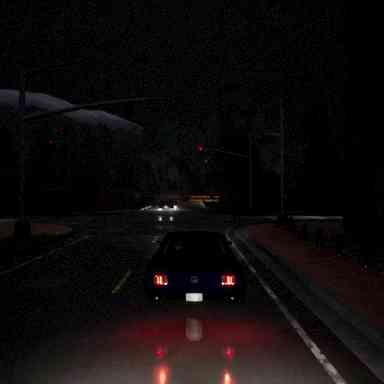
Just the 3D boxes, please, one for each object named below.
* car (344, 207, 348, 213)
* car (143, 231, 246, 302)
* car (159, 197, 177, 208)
[{"bbox_3d":[16.240,1.615,29.644,4.718,1.301,1.895,0,0,-1],"label":"car"},{"bbox_3d":[0.066,1.601,8.190,1.895,1.301,4.718,0,0,0],"label":"car"},{"bbox_3d":[-3.548,1.525,47.263,1.812,1.442,4.674,0,0,0],"label":"car"}]
